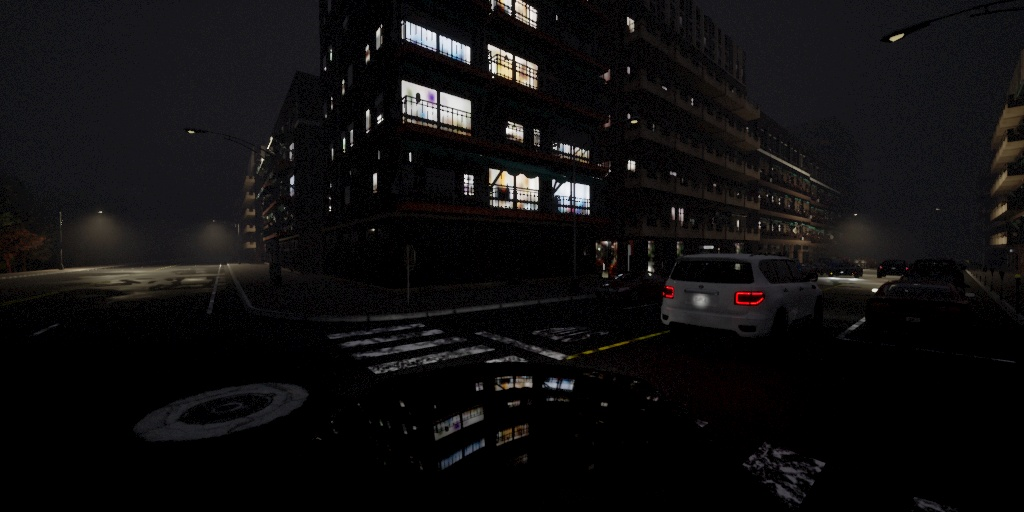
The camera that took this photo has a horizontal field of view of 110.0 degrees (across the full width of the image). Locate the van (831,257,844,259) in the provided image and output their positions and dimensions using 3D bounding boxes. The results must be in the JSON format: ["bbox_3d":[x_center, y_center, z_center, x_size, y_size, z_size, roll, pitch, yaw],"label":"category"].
[{"bbox_3d":[35.974,1.060,40.852,3.998,1.789,1.690,0,0,-39],"label":"van"}]

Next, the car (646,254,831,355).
[{"bbox_3d":[5.920,0.965,8.993,5.566,2.045,2.150,0,0,-39],"label":"car"}]

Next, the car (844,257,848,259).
[{"bbox_3d":[40.343,1.034,44.454,5.009,1.841,2.192,0,0,-39],"label":"car"}]

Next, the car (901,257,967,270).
[{"bbox_3d":[23.685,1.063,20.028,5.009,1.841,2.192,0,0,-39],"label":"car"}]

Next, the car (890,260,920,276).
[{"bbox_3d":[42.488,1.217,38.765,5.008,1.535,1.882,0,0,-39],"label":"car"}]

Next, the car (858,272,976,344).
[{"bbox_3d":[10.788,1.297,9.501,4.507,1.381,1.888,0,0,-39],"label":"car"}]

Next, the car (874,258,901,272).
[{"bbox_3d":[34.645,1.091,32.336,4.553,1.767,2.097,0,0,-39],"label":"car"}]

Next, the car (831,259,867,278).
[{"bbox_3d":[31.270,1.292,33.559,4.181,1.385,1.994,0,0,-39],"label":"car"}]

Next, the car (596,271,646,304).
[{"bbox_3d":[5.511,1.306,15.969,4.207,1.307,1.802,0,0,-39],"label":"car"}]

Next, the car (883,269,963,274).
[{"bbox_3d":[14.910,1.316,12.865,4.313,1.339,1.948,0,0,-39],"label":"car"}]
